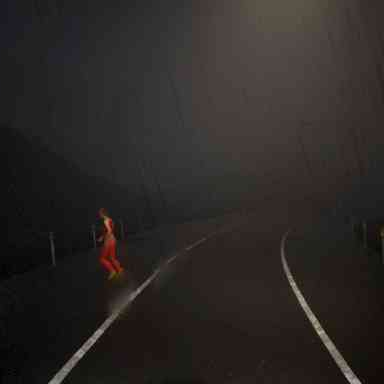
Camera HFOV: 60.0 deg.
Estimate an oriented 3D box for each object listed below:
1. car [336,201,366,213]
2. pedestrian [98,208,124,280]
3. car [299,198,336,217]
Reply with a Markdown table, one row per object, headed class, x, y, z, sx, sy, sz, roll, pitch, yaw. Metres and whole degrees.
| class | x | y | z | sx | sy | sz | roll | pitch | yaw |
| --- | --- | --- | --- | --- | --- | --- | --- | --- | --- |
| car | 19.407 | 1.814 | 40.922 | 5.357 | 1.411 | 2.033 | 1 | 3 | -39 |
| pedestrian | -2.077 | 1.235 | 8.217 | 0.375 | 1.860 | 0.375 | -3 | 4 | 9 |
| car | 12.605 | 1.453 | 33.756 | 2.097 | 1.767 | 4.553 | 4 | 1 | 38 |
